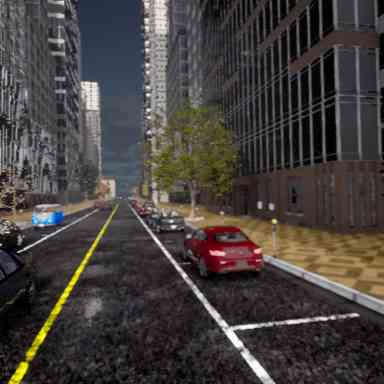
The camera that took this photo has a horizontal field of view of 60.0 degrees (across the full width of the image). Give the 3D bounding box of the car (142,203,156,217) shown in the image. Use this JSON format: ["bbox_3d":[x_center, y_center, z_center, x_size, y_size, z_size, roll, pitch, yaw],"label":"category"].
[{"bbox_3d":[-2.687,1.879,26.973,2.008,1.369,4.403,-1,-1,-12],"label":"car"}]

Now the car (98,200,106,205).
[{"bbox_3d":[-24.841,2.910,92.131,1.887,1.381,4.507,-1,0,-12],"label":"car"}]

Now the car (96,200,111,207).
[{"bbox_3d":[-14.894,2.266,57.601,2.033,1.411,5.357,-1,0,-12],"label":"car"}]

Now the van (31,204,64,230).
[{"bbox_3d":[-10.894,1.843,25.265,1.690,1.788,3.998,-1,-1,-12],"label":"van"}]

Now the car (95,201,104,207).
[{"bbox_3d":[-22.515,2.811,80.986,1.802,1.307,4.206,-1,0,-12],"label":"car"}]

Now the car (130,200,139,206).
[{"bbox_3d":[-14.312,2.622,82.692,1.947,1.339,4.313,-1,0,-12],"label":"car"}]

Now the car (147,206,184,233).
[{"bbox_3d":[-1.524,1.801,21.401,2.008,1.369,4.403,-1,-1,-12],"label":"car"}]

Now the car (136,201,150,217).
[{"bbox_3d":[-5.014,1.919,38.118,1.967,1.590,4.097,-1,-1,-12],"label":"car"}]

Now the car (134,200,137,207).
[{"bbox_3d":[-6.177,1.994,43.689,1.967,1.590,4.097,-1,-1,-12],"label":"car"}]

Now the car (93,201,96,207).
[{"bbox_3d":[-21.353,2.706,75.413,1.887,1.381,4.507,-1,0,-12],"label":"car"}]

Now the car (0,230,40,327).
[{"bbox_3d":[-4.033,1.700,5.560,2.033,1.411,5.357,-1,-1,-12],"label":"car"}]

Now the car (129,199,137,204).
[{"bbox_3d":[-16.637,2.757,93.836,1.947,1.339,4.313,-1,0,-12],"label":"car"}]

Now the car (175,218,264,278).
[{"bbox_3d":[0.801,1.669,10.257,1.802,1.307,4.206,-1,-1,-12],"label":"car"}]

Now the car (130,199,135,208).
[{"bbox_3d":[-10.824,2.392,65.977,1.887,1.381,4.507,-1,0,-12],"label":"car"}]

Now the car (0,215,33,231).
[{"bbox_3d":[-8.565,1.894,14.119,2.008,1.369,4.403,-1,-1,-12],"label":"car"}]
